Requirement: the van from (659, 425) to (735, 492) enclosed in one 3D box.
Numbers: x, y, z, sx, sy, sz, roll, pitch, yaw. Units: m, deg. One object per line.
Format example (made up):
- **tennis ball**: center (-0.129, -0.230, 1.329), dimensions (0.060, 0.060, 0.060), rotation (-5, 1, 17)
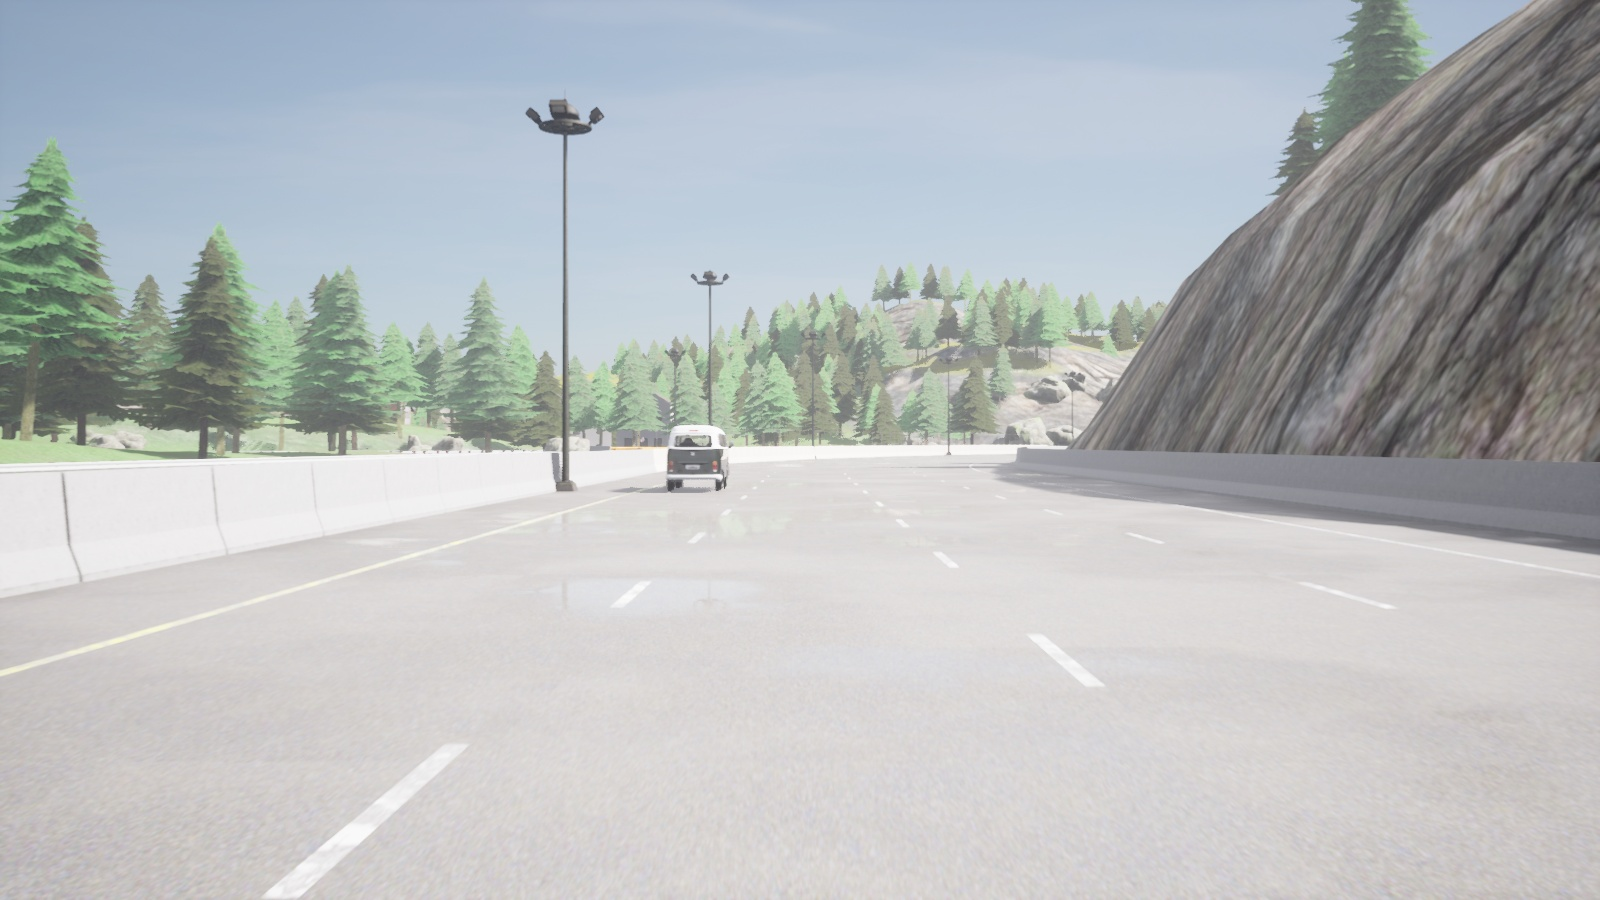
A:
- **van**: center (-3.253, 0.238, 40.652), dimensions (2.069, 2.038, 4.480), rotation (0, 0, 0)
